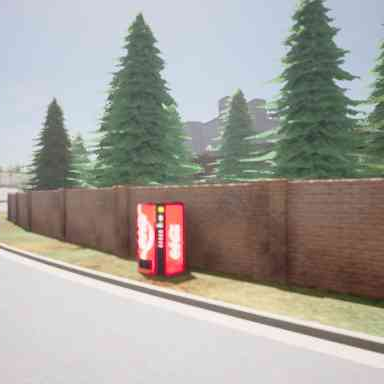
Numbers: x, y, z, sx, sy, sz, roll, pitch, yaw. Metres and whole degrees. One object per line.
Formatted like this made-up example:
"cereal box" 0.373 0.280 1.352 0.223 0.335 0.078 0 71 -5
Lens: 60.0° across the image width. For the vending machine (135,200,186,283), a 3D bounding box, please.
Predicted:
"vending machine" -0.871 1.281 9.222 0.880 2.100 1.100 -1 -1 41
